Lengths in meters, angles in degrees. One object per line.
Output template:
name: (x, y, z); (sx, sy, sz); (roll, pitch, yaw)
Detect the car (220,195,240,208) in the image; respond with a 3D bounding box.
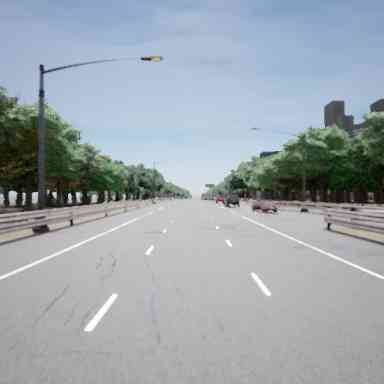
car: (7.082, 1.600, 59.798); (2.150, 2.045, 5.566); (0, 0, -4)

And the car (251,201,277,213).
car: (9.245, 1.863, 42.815); (1.994, 1.385, 4.181); (0, 0, -14)

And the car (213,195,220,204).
car: (7.058, 1.862, 83.323); (2.150, 2.045, 5.566); (0, 0, 0)
